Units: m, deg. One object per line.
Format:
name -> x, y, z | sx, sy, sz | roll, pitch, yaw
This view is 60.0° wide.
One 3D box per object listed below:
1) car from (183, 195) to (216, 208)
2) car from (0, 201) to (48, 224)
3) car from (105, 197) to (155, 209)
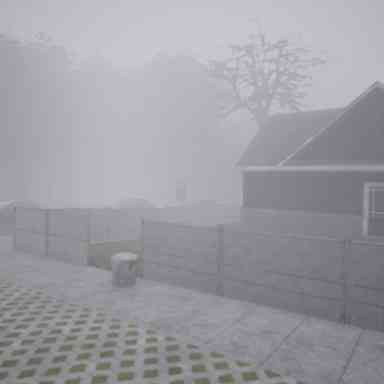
car -> 0.915, 1.126, 36.812 | 1.812, 1.442, 4.674 | 3, 3, 36
car -> -11.011, 1.269, 20.195 | 1.812, 1.442, 4.674 | 3, 1, 36
car -> -5.210, 1.224, 28.286 | 1.837, 1.490, 4.892 | 3, 2, 36
